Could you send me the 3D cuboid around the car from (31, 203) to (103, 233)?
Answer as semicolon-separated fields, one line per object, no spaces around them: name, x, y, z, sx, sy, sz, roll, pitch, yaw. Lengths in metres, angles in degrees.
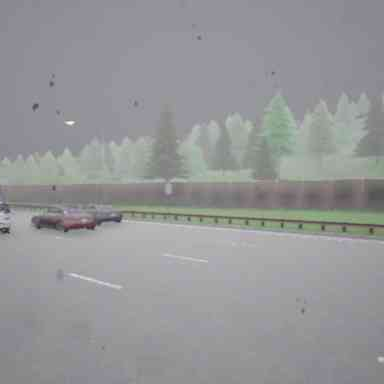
car;-7.304;1.465;18.874;4.181;1.385;1.994;0;0;38

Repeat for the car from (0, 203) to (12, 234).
car;-11.206;1.447;17.487;4.674;1.442;1.812;0;0;38

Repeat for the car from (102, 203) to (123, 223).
car;-6.679;1.438;22.832;4.181;1.385;1.994;0;0;38

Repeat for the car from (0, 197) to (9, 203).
car;-20.258;1.200;33.488;4.553;1.767;2.097;0;0;38
